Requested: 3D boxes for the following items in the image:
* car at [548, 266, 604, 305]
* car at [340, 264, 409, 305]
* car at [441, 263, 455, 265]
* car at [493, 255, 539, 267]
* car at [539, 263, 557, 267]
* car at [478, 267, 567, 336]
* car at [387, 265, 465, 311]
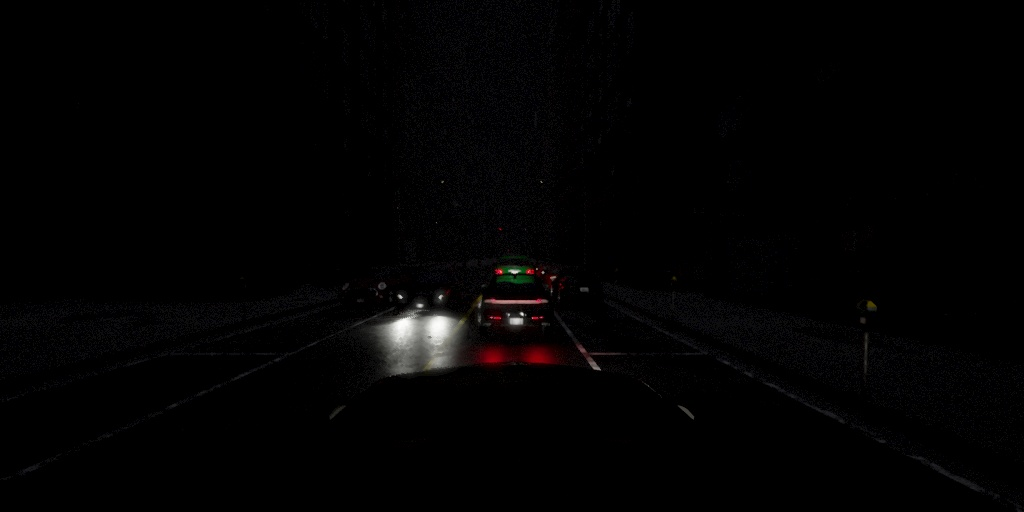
[{"bbox_3d":[2.750,1.307,15.657,1.948,1.339,4.313,0,0,0],"label":"car"},{"bbox_3d":[-5.776,1.182,15.650,1.967,1.591,4.097,0,0,0],"label":"car"},{"bbox_3d":[-5.784,1.288,26.660,2.007,1.370,4.403,0,0,0],"label":"car"},{"bbox_3d":[0.086,0.961,20.306,2.150,2.045,5.566,0,0,-1],"label":"car"},{"bbox_3d":[2.745,1.284,21.161,1.888,1.381,4.507,0,0,0],"label":"car"},{"bbox_3d":[0.093,1.236,10.387,2.128,1.511,4.902,0,0,0],"label":"car"},{"bbox_3d":[-3.106,1.289,14.739,2.033,1.411,5.357,0,0,0],"label":"car"}]
